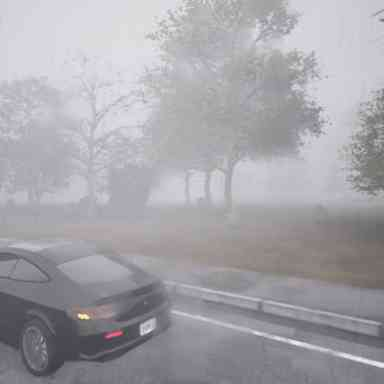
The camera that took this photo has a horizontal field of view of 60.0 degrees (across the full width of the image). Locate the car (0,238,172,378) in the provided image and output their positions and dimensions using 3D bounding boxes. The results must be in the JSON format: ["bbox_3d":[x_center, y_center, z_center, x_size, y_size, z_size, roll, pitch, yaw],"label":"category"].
[{"bbox_3d":[-2.468,1.512,5.464,4.674,1.442,1.812,0,0,34],"label":"car"}]
